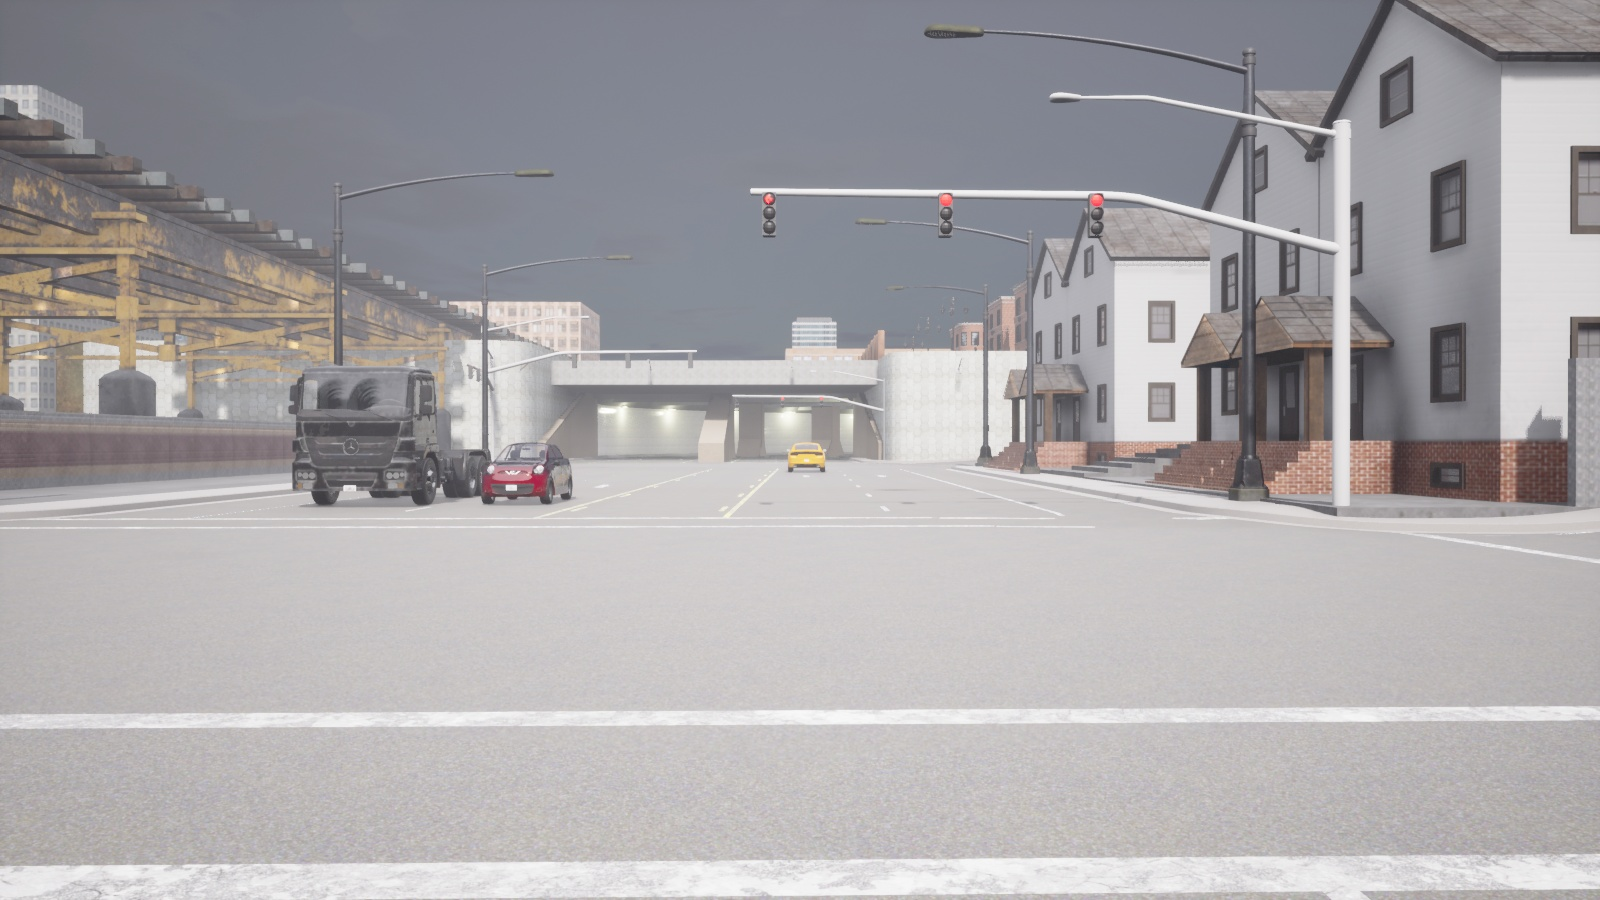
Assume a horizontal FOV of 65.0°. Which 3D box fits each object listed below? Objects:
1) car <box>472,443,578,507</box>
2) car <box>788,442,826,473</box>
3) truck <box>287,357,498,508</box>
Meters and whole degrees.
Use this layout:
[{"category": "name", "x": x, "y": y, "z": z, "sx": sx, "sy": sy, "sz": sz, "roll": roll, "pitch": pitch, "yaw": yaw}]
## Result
[{"category": "car", "x": -6.827, "y": 0.577, "z": 31.538, "sx": 1.845, "sy": 1.501, "sz": 3.633, "roll": 0, "pitch": 0, "yaw": 0}, {"category": "car", "x": 0.343, "y": 0.357, "z": 65.105, "sx": 1.882, "sy": 1.535, "sz": 5.008, "roll": 0, "pitch": 0, "yaw": 0}, {"category": "truck", "x": -10.319, "y": -0.429, "z": 32.822, "sx": 2.891, "sy": 3.462, "sz": 7.936, "roll": 0, "pitch": 0, "yaw": 0}]
